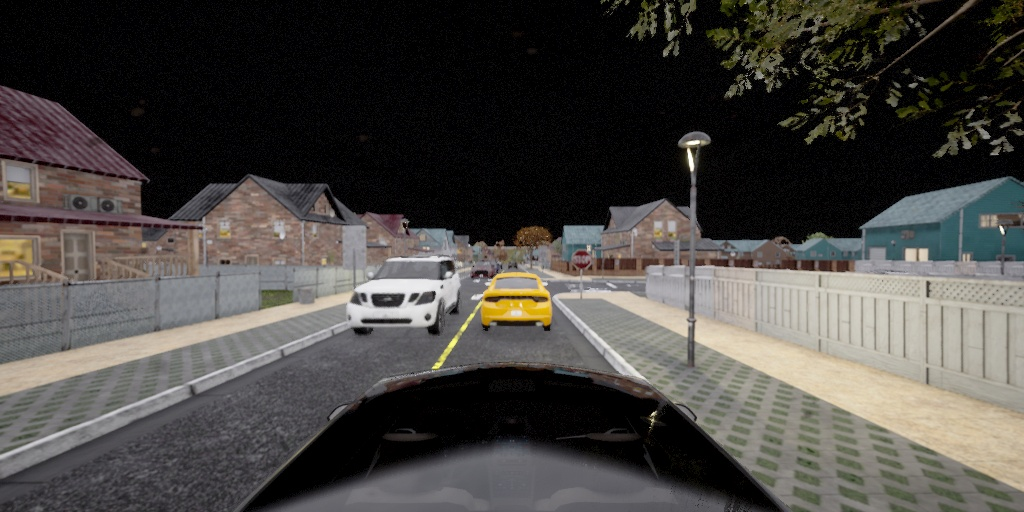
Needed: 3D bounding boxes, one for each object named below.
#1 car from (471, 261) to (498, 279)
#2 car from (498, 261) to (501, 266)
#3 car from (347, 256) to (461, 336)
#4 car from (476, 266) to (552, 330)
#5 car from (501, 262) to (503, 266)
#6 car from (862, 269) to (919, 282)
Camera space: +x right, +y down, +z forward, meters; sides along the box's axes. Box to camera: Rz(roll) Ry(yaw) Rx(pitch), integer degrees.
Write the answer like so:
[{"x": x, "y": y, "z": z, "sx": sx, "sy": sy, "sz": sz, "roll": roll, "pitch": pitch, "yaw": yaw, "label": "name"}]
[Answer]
[{"x": -2.808, "y": 1.285, "z": 35.390, "sx": 2.097, "sy": 1.767, "sz": 4.553, "roll": 0, "pitch": 0, "yaw": 0, "label": "car"}, {"x": -2.793, "y": 1.368, "z": 45.354, "sx": 2.097, "sy": 1.767, "sz": 4.553, "roll": 0, "pitch": 0, "yaw": 0, "label": "car"}, {"x": -2.889, "y": 1.008, "z": 10.925, "sx": 2.150, "sy": 2.045, "sz": 5.566, "roll": 0, "pitch": 0, "yaw": 0, "label": "car"}, {"x": 0.144, "y": 1.266, "z": 11.376, "sx": 1.882, "sy": 1.535, "sz": 5.008, "roll": 0, "pitch": 0, "yaw": 1, "label": "car"}, {"x": -2.775, "y": 1.665, "z": 55.580, "sx": 2.033, "sy": 1.411, "sz": 5.357, "roll": 0, "pitch": -1, "yaw": 0, "label": "car"}, {"x": 23.292, "y": 1.546, "z": 22.660, "sx": 4.181, "sy": 1.385, "sz": 1.994, "roll": 0, "pitch": 2, "yaw": 13, "label": "car"}]
